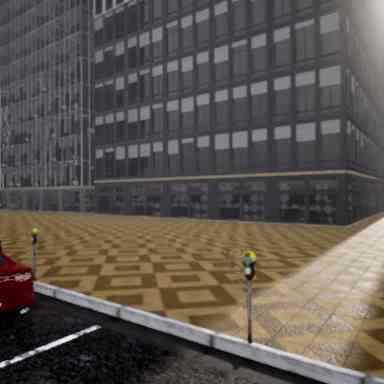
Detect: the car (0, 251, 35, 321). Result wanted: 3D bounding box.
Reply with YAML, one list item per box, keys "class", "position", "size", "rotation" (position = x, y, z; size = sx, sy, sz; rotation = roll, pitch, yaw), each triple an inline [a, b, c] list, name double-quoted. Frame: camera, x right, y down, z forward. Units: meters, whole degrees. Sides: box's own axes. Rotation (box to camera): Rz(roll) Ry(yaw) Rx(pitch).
- class: "car"
  position: [-4.802, 1.573, 6.314]
  size: [4.507, 1.381, 1.887]
  rotation: [0, 0, 36]
